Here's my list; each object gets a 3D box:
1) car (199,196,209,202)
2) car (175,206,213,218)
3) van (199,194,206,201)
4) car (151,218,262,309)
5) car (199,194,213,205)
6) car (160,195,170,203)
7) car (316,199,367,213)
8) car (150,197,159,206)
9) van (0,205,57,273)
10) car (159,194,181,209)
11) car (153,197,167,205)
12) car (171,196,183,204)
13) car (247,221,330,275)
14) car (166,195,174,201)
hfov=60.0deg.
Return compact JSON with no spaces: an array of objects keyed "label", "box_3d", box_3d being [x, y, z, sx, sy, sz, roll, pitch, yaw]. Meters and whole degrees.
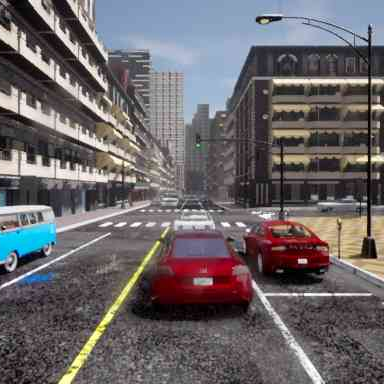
[{"label":"car","box_3d":[2.704,1.605,75.888,2.008,1.369,4.403,-1,0,0]},{"label":"car","box_3d":[0.146,1.605,17.093,1.895,1.301,4.718,0,0,2]},{"label":"van","box_3d":[2.705,1.410,86.944,1.690,1.788,3.998,-1,0,0]},{"label":"car","box_3d":[0.122,1.566,7.947,1.994,1.385,4.181,0,0,-2]},{"label":"car","box_3d":[2.698,1.475,59.305,1.967,1.590,4.097,-1,0,0]},{"label":"car","box_3d":[-5.679,1.487,70.368,1.967,1.590,4.097,-1,0,0]},{"label":"car","box_3d":[15.007,1.338,33.292,4.718,1.301,1.895,-1,0,-1]},{"label":"car","box_3d":[-5.682,1.579,53.785,2.008,1.369,4.403,0,0,0]},{"label":"van","box_3d":[-5.697,1.343,10.309,1.690,1.788,3.998,0,0,0]},{"label":"car","box_3d":[-3.067,1.244,47.373,2.150,2.045,5.566,0,0,0]},{"label":"car","box_3d":[-5.681,1.600,59.312,1.947,1.339,4.313,0,0,0]},{"label":"car","box_3d":[-2.999,1.535,67.627,2.128,1.511,4.902,0,0,1]},{"label":"car","box_3d":[2.685,1.547,10.306,1.887,1.381,4.507,0,0,0]},{"label":"car","box_3d":[-5.673,1.594,86.782,1.752,1.417,4.829,-1,0,0]}]
